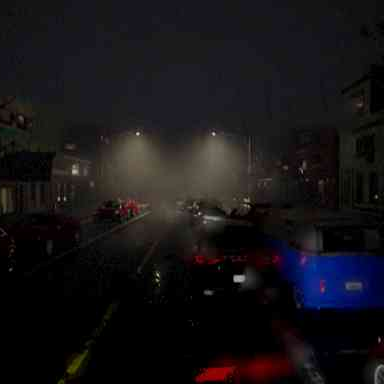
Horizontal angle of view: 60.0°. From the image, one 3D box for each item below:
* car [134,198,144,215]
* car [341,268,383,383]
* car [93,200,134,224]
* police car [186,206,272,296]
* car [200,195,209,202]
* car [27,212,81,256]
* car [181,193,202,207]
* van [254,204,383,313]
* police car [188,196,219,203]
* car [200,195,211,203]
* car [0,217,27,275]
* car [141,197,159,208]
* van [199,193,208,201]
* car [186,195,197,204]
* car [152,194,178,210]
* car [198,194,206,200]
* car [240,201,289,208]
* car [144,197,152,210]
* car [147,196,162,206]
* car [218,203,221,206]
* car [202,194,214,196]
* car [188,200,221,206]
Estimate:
[{"bbox_3d":[-5.753,1.436,29.522,1.887,1.381,4.507,-1,0,0],"label":"car"},{"bbox_3d":[2.685,1.575,1.800,1.802,1.307,4.206,-1,0,0],"label":"car"},{"bbox_3d":[-5.743,1.352,23.973,1.967,1.590,4.097,-1,0,0],"label":"car"},{"bbox_3d":[0.883,1.393,8.732,1.930,1.638,5.238,0,0,0],"label":"police car"},{"bbox_3d":[2.547,1.272,68.549,1.752,1.417,4.829,-1,0,0],"label":"car"},{"bbox_3d":[-5.719,1.497,12.877,1.887,1.381,4.507,-1,0,0],"label":"car"},{"bbox_3d":[-0.068,1.322,46.120,2.128,1.511,4.902,0,0,0],"label":"car"},{"bbox_3d":[2.671,1.314,7.348,1.690,1.788,3.998,-1,0,0],"label":"van"},{"bbox_3d":[0.849,1.335,24.733,1.930,1.638,5.238,0,0,0],"label":"police car"},{"bbox_3d":[2.559,1.351,62.831,1.802,1.307,4.206,-1,0,0],"label":"car"},{"bbox_3d":[-5.709,1.413,7.329,1.967,1.590,4.097,-1,0,0],"label":"car"},{"bbox_3d":[-5.788,1.381,46.167,2.008,1.369,4.403,-1,0,0],"label":"car"},{"bbox_3d":[2.533,1.068,73.927,1.690,1.788,3.998,-1,0,0],"label":"van"},{"bbox_3d":[-0.124,1.256,60.239,1.882,1.535,5.008,0,0,0],"label":"car"},{"bbox_3d":[-3.140,1.346,40.160,2.128,1.511,4.902,0,0,0],"label":"car"},{"bbox_3d":[2.512,1.210,85.194,1.752,1.417,4.829,-1,0,0],"label":"car"},{"bbox_3d":[2.660,1.268,12.896,2.192,1.841,5.009,-1,0,0],"label":"car"},{"bbox_3d":[-5.776,1.433,40.619,1.802,1.307,4.206,-1,0,0],"label":"car"},{"bbox_3d":[-5.799,1.392,51.716,1.802,1.307,4.206,-1,0,0],"label":"car"},{"bbox_3d":[2.650,1.514,18.445,1.802,1.307,4.206,-1,0,0],"label":"car"},{"bbox_3d":[2.593,1.355,46.355,1.752,1.417,4.829,-1,0,0],"label":"car"},{"bbox_3d":[0.862,1.437,18.622,1.837,1.490,4.892,0,0,0],"label":"car"}]
